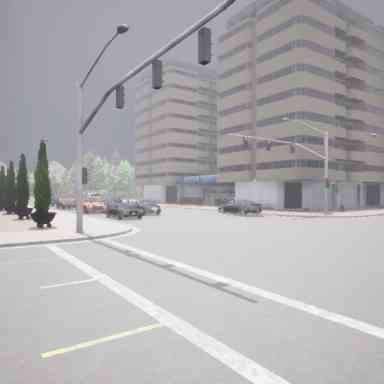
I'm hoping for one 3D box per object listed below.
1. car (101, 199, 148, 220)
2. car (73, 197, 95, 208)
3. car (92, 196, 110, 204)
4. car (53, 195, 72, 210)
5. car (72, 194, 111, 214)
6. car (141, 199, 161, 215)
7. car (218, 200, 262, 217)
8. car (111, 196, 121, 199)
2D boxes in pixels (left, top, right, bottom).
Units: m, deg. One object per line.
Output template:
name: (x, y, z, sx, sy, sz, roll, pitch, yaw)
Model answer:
car: (-5.811, 1.563, 28.252, 1.994, 1.385, 4.181, 0, 0, -35)
car: (-15.964, 1.504, 49.028, 1.837, 1.490, 4.892, 0, 0, -34)
car: (-17.472, 1.504, 63.783, 1.837, 1.490, 4.892, 0, 0, -34)
car: (-16.405, 1.525, 43.520, 1.812, 1.442, 4.674, 0, 0, -35)
car: (-10.767, 1.352, 35.386, 2.097, 1.767, 4.553, 0, 0, -35)
car: (-4.834, 1.491, 32.975, 2.128, 1.511, 4.902, 0, 0, -35)
car: (4.566, 1.490, 32.097, 2.128, 1.511, 4.902, 0, 0, -36)
car: (-10.078, 1.504, 40.532, 1.837, 1.490, 4.892, 0, 0, -35)
